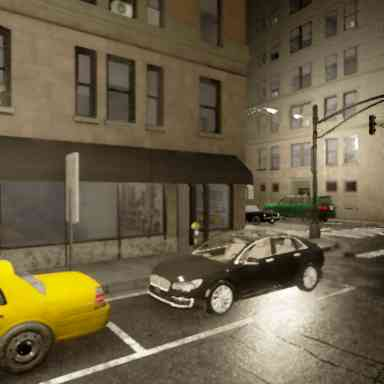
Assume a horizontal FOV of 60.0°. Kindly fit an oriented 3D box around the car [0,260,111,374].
[{"bbox_3d":[-3.485,1.525,4.048,4.829,1.417,1.752,0,0,-35],"label":"car"}]

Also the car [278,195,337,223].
[{"bbox_3d":[7.784,1.226,24.687,2.150,2.045,5.566,0,0,-40],"label":"car"}]

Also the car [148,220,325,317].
[{"bbox_3d":[1.152,1.549,7.355,4.403,1.369,2.008,0,0,-35],"label":"car"}]

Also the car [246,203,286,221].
[{"bbox_3d":[4.020,1.612,23.944,1.895,1.301,4.718,0,0,-38],"label":"car"}]
